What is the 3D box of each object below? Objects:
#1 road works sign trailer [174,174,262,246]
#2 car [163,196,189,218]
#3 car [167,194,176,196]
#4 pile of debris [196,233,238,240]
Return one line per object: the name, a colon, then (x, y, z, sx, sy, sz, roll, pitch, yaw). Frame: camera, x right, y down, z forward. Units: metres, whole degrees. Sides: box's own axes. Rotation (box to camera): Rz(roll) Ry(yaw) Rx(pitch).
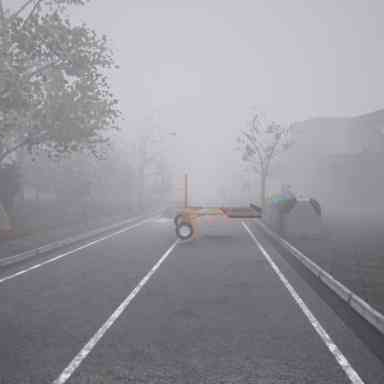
road works sign trailer: (1.033, 0.662, 14.511, 3.560, 2.880, 2.380, 0, 5, -5)
car: (-1.270, 1.374, 28.643, 1.837, 1.490, 4.892, 0, 0, 4)
car: (-5.390, 1.189, 88.179, 1.882, 1.535, 5.008, -2, 0, -16)
pile of debris: (1.164, 2.107, 15.807, 1.860, 0.140, 1.500, 0, 0, 3)
